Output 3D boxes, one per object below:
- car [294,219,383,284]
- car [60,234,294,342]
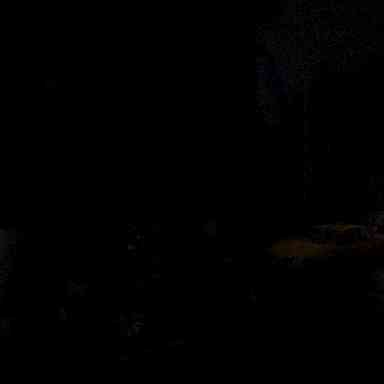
[{"bbox_3d":[4.030,1.525,9.577,4.829,1.417,1.752,0,0,-36],"label":"car"},{"bbox_3d":[-0.242,1.566,6.496,4.313,1.339,1.947,0,0,-36],"label":"car"}]
